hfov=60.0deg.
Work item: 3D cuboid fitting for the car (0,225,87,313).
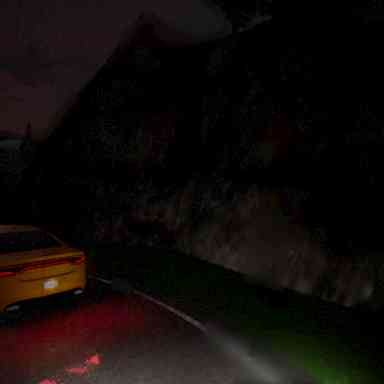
[{"bbox_3d":[-4.337,1.481,7.512,5.008,1.535,1.882,0,0,42],"label":"car"}]
